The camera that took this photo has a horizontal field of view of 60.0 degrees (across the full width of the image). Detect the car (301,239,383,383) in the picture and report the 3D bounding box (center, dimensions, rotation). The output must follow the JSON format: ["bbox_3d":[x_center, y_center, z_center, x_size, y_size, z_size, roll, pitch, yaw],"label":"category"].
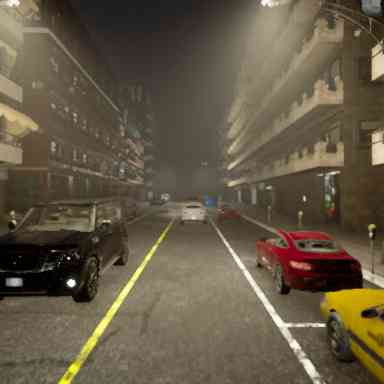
[{"bbox_3d":[2.702,1.524,3.018,1.752,1.417,4.829,1,0,0],"label":"car"}]

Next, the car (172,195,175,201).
[{"bbox_3d":[-5.658,1.525,75.314,2.008,1.369,4.403,1,0,0],"label":"car"}]

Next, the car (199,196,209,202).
[{"bbox_3d":[2.688,1.539,75.273,1.947,1.339,4.313,1,0,0],"label":"car"}]

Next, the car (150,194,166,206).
[{"bbox_3d":[-5.664,1.506,52.861,1.752,1.417,4.829,1,0,0],"label":"car"}]

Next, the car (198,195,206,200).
[{"bbox_3d":[2.693,1.519,91.986,2.008,1.369,4.403,1,0,0],"label":"car"}]

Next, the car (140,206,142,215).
[{"bbox_3d":[-5.671,1.571,30.747,1.802,1.307,4.206,1,0,0],"label":"car"}]

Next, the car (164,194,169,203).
[{"bbox_3d":[-5.663,1.545,58.602,1.947,1.339,4.313,1,0,0],"label":"car"}]

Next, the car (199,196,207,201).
[{"bbox_3d":[2.690,1.554,80.845,1.802,1.307,4.206,1,0,0],"label":"car"}]

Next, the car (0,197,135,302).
[{"bbox_3d":[-3.099,1.218,8.576,2.150,2.045,5.566,0,0,0],"label":"car"}]

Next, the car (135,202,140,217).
[{"bbox_3d":[-5.669,1.306,25.175,2.192,1.841,5.009,1,0,0],"label":"car"}]

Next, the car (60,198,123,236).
[{"bbox_3d":[-5.670,1.308,19.603,2.192,1.841,5.009,1,0,0],"label":"car"}]

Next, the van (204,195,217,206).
[{"bbox_3d":[2.720,1.324,47.417,1.690,1.788,3.998,1,0,0],"label":"van"}]

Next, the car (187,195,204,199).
[{"bbox_3d":[0.110,1.337,41.566,2.097,1.767,4.553,0,0,0],"label":"car"}]

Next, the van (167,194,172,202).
[{"bbox_3d":[-5.658,1.317,69.744,1.690,1.788,3.998,1,0,0],"label":"van"}]

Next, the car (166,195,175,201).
[{"bbox_3d":[-5.655,1.521,86.458,2.008,1.369,4.403,1,0,0],"label":"car"}]

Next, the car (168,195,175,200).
[{"bbox_3d":[-5.655,1.551,92.028,1.802,1.307,4.206,1,0,0],"label":"car"}]

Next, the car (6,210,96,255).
[{"bbox_3d":[-5.675,1.561,14.033,1.947,1.339,4.313,1,0,0],"label":"car"}]

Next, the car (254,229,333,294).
[{"bbox_3d":[2.703,1.579,8.420,1.802,1.307,4.206,1,0,0],"label":"car"}]

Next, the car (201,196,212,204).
[{"bbox_3d":[2.698,1.522,64.131,1.887,1.381,4.507,1,0,0],"label":"car"}]

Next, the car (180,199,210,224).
[{"bbox_3d":[0.108,1.516,24.593,1.812,1.442,4.674,0,0,0],"label":"car"}]

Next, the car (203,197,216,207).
[{"bbox_3d":[2.723,1.506,53.159,1.752,1.417,4.829,1,0,0],"label":"car"}]

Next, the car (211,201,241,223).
[{"bbox_3d":[2.707,1.572,25.133,1.802,1.307,4.206,1,0,0],"label":"car"}]
